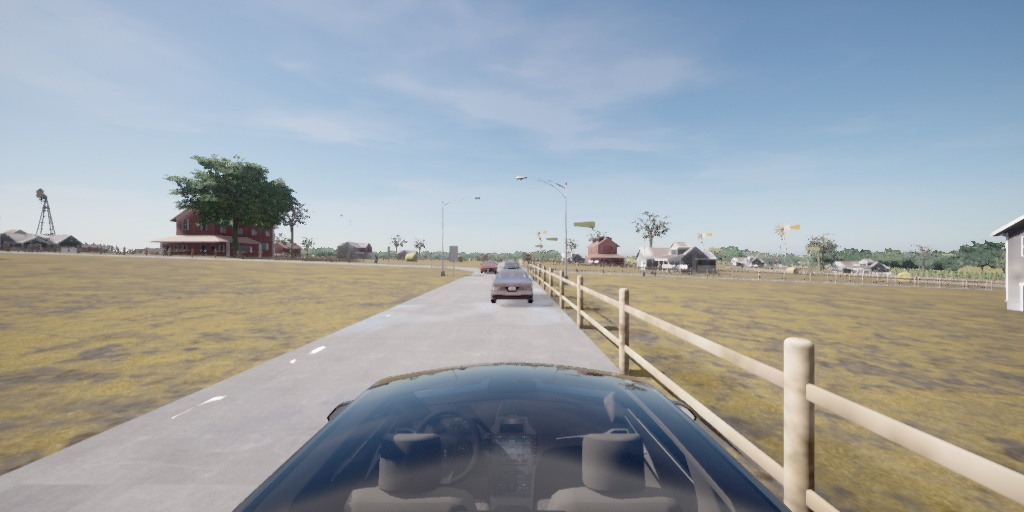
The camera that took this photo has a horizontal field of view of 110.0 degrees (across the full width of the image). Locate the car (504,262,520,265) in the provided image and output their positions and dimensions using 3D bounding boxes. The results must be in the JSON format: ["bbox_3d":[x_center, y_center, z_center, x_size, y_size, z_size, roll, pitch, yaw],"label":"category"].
[{"bbox_3d":[0.000,1.297,31.501,1.837,1.490,4.892,0,0,0],"label":"car"}]

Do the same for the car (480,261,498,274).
[{"bbox_3d":[-2.750,1.332,43.502,1.882,1.535,5.008,0,0,0],"label":"car"}]

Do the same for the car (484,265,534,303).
[{"bbox_3d":[0.000,1.317,16.500,2.033,1.411,5.357,0,0,0],"label":"car"}]

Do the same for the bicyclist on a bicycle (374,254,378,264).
[{"bbox_3d":[-22.619,0.525,59.585,0.582,1.620,1.656,2,0,0],"label":"bicyclist on a bicycle"}]
